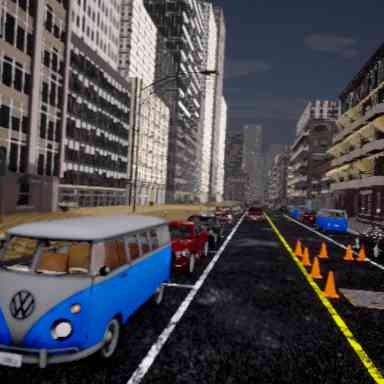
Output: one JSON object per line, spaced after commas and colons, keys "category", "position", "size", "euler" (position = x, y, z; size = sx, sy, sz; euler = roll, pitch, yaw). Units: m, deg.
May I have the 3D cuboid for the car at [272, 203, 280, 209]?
{"category": "car", "position": [22.991, 3.896, 90.911], "size": [1.887, 1.381, 4.507], "euler": [3, -1, 11]}

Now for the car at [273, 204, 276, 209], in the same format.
{"category": "car", "position": [19.966, 3.502, 74.798], "size": [1.752, 1.417, 4.829], "euler": [3, -1, 11]}

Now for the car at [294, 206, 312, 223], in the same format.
{"category": "car", "position": [12.795, 2.660, 36.645], "size": [1.887, 1.381, 4.507], "euler": [3, -1, 11]}

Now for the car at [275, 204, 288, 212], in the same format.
{"category": "car", "position": [18.913, 3.414, 69.204], "size": [1.947, 1.339, 4.313], "euler": [3, -1, 11]}

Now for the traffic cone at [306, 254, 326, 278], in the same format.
{"category": "traffic cone", "position": [3.757, 2.272, 10.099], "size": [0.340, 0.580, 0.340], "euler": [3, -1, 11]}

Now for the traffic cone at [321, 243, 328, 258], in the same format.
{"category": "traffic cone", "position": [5.477, 2.407, 13.844], "size": [0.340, 0.580, 0.340], "euler": [3, -1, 11]}

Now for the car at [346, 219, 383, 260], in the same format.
{"category": "car", "position": [8.714, 2.189, 14.940], "size": [2.008, 1.369, 4.403], "euler": [3, -1, 11]}

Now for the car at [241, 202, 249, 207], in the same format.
{"category": "car", "position": [14.767, 3.492, 92.466], "size": [1.947, 1.339, 4.313], "euler": [3, -1, 11]}

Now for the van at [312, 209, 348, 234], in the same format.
{"category": "van", "position": [10.765, 2.216, 25.795], "size": [1.690, 1.788, 3.998], "euler": [3, -1, 11]}

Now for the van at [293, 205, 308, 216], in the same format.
{"category": "van", "position": [13.825, 2.578, 42.074], "size": [1.690, 1.788, 3.998], "euler": [3, -1, 11]}

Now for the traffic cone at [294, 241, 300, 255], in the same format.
{"category": "traffic cone", "position": [4.495, 2.357, 14.029], "size": [0.340, 0.580, 0.340], "euler": [3, -1, 11]}

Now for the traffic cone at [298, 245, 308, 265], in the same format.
{"category": "traffic cone", "position": [4.126, 2.314, 12.065], "size": [0.340, 0.580, 0.340], "euler": [3, -1, 11]}

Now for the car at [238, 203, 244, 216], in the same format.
{"category": "car", "position": [4.570, 2.241, 38.200], "size": [2.008, 1.369, 4.403], "euler": [3, -1, 11]}

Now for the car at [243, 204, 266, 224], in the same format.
{"category": "car", "position": [6.252, 2.244, 33.021], "size": [1.812, 1.442, 4.674], "euler": [3, -1, 11]}

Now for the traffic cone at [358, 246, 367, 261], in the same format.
{"category": "traffic cone", "position": [6.957, 2.484, 13.594], "size": [0.340, 0.580, 0.340], "euler": [3, -1, 18]}

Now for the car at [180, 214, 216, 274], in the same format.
{"category": "car", "position": [-0.530, 1.641, 11.068], "size": [1.887, 1.381, 4.507], "euler": [3, -1, 11]}

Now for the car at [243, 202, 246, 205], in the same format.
{"category": "car", "position": [5.590, 2.362, 43.628], "size": [2.008, 1.369, 4.403], "euler": [3, -1, 11]}

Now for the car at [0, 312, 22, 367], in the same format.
{"category": "car", "position": [-2.570, 1.416, 0.215], "size": [2.008, 1.369, 4.403], "euler": [3, -1, 11]}

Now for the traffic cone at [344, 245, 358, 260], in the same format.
{"category": "traffic cone", "position": [6.458, 2.458, 13.658], "size": [0.340, 0.580, 0.340], "euler": [3, -1, 11]}

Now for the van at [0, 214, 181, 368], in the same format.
{"category": "van", "position": [-1.539, 1.322, 5.644], "size": [1.690, 1.788, 3.998], "euler": [3, -1, 11]}

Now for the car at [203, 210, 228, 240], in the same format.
{"category": "car", "position": [0.489, 1.779, 16.495], "size": [1.947, 1.339, 4.313], "euler": [3, -1, 11]}

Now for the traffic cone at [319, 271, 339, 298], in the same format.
{"category": "traffic cone", "position": [3.387, 2.230, 8.134], "size": [0.340, 0.580, 0.340], "euler": [3, -1, 11]}

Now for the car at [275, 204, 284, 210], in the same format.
{"category": "car", "position": [20.984, 3.627, 80.225], "size": [1.752, 1.417, 4.829], "euler": [3, -1, 11]}

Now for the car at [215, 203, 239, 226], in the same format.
{"category": "car", "position": [2.536, 1.890, 27.350], "size": [1.967, 1.590, 4.097], "euler": [3, -1, 11]}

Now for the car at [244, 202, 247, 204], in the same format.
{"category": "car", "position": [6.615, 2.373, 49.056], "size": [1.967, 1.590, 4.097], "euler": [3, -1, 11]}
